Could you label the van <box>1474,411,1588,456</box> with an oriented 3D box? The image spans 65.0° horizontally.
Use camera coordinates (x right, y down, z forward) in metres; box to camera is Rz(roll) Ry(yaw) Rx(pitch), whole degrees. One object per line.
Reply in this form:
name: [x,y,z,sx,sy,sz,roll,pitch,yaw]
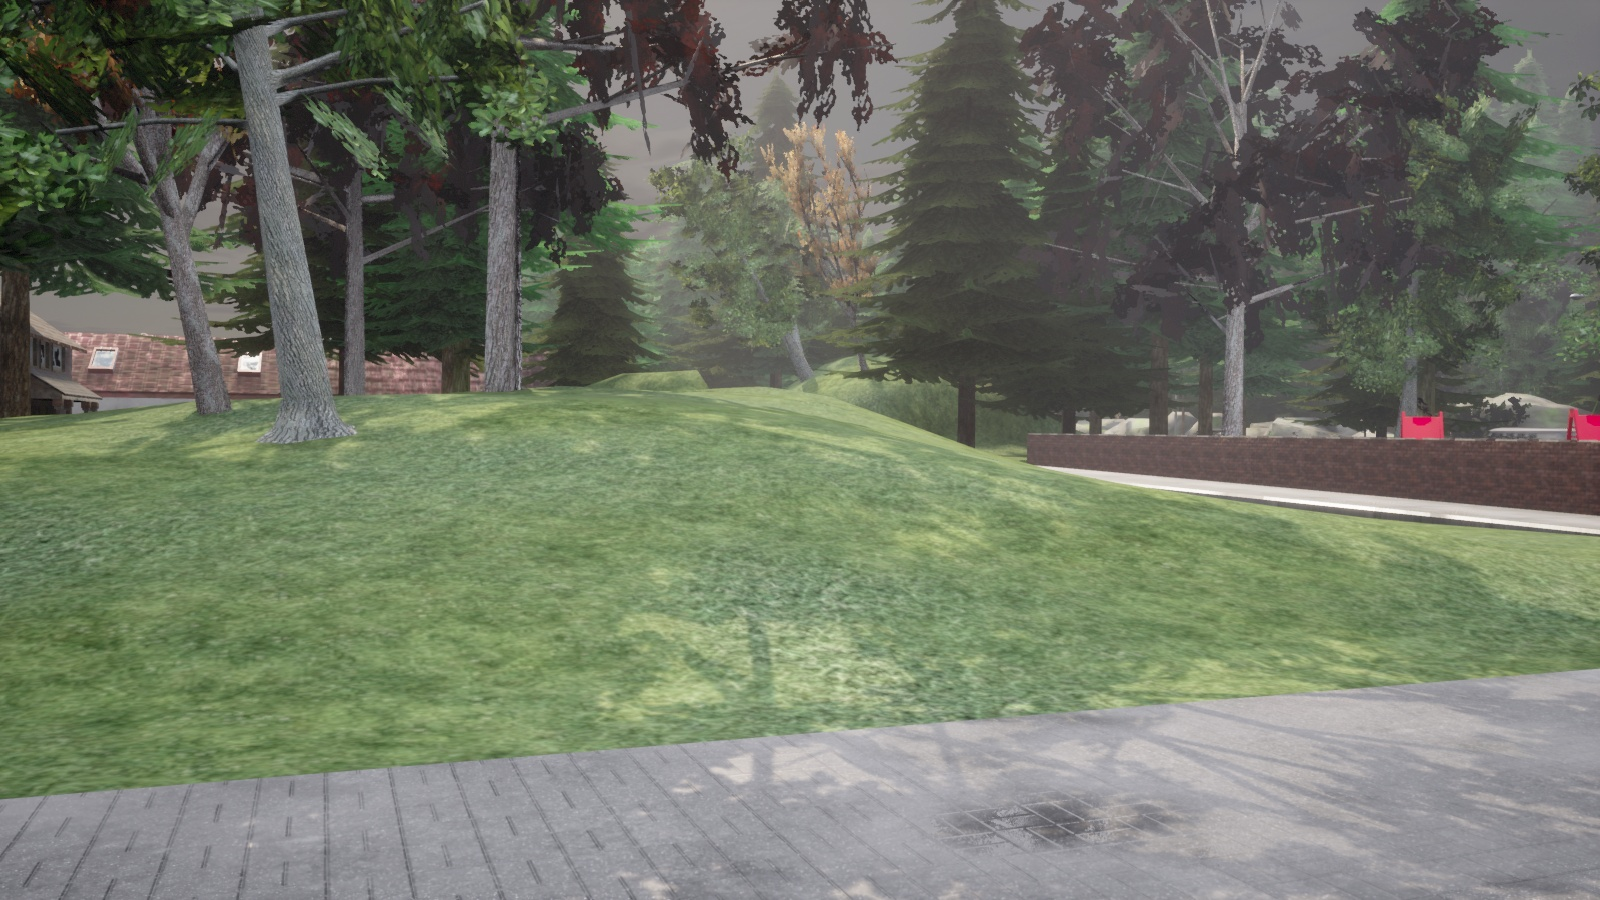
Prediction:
van: [33.798,-0.761,58.177,1.775,1.987,4.442,-1,1,-21]
